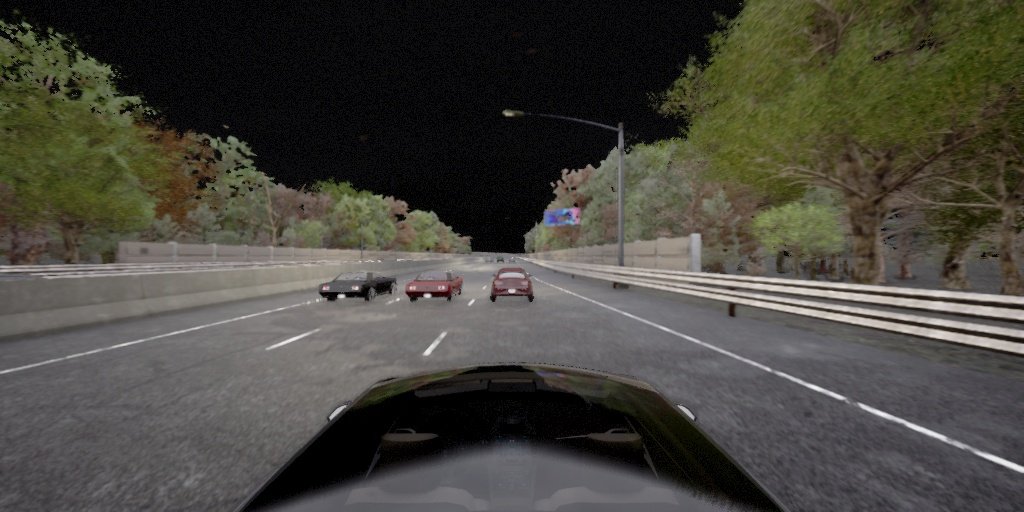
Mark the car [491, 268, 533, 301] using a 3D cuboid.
[{"bbox_3d":[0.003,1.282,17.205,1.812,1.442,4.674,0,0,0],"label":"car"}]

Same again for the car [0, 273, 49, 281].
[{"bbox_3d":[-17.498,1.296,11.776,1.812,1.442,4.674,0,0,0],"label":"car"}]

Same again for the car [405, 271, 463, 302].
[{"bbox_3d":[-3.497,1.357,17.106,1.895,1.301,4.718,0,0,0],"label":"car"}]

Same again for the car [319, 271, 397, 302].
[{"bbox_3d":[-6.996,1.358,16.947,1.895,1.301,4.718,0,0,0],"label":"car"}]
